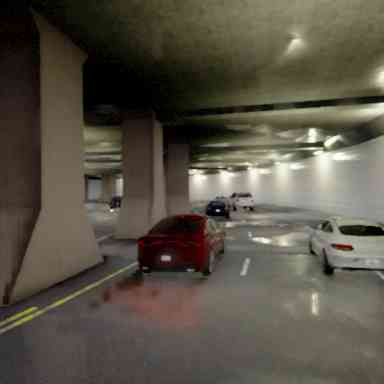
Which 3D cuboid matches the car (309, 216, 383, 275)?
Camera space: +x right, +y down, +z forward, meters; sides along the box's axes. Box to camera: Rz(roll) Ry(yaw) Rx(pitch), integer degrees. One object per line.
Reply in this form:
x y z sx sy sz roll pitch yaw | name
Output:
4.646 1.444 9.892 1.812 1.442 4.674 -1 0 13 | car

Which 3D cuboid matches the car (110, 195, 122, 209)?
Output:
-9.463 1.287 43.094 2.097 1.767 4.553 -1 0 -9 | car

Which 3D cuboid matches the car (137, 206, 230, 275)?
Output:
-0.095 1.439 10.483 1.882 1.535 5.008 0 0 12 | car

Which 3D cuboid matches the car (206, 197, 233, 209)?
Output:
2.115 1.439 28.286 1.994 1.385 4.181 -1 0 3 | car

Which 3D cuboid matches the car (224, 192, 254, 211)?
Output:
5.433 1.029 37.593 2.150 2.045 5.566 -1 0 -4 | car
